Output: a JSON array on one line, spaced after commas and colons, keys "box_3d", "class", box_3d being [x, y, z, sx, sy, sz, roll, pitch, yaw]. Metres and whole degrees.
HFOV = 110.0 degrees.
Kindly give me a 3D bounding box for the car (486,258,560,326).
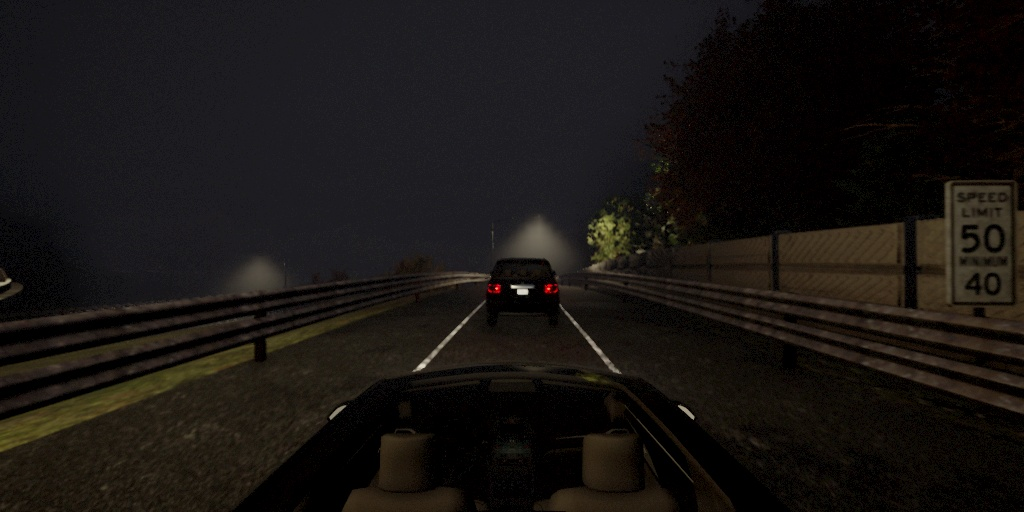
[{"box_3d": [0.366, 1.097, 12.349, 2.150, 2.045, 5.566, 0, -1, 2], "class": "car"}]
